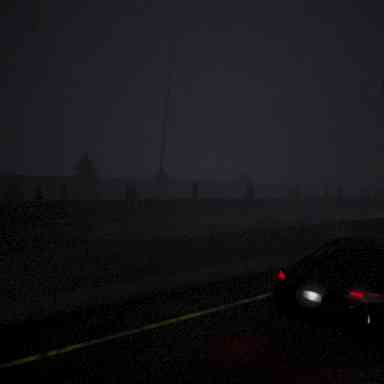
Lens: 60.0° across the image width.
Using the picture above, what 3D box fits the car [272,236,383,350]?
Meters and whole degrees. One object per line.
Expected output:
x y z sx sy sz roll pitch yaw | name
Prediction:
3.458 1.542 6.214 4.181 1.385 1.994 0 0 -36 | car
